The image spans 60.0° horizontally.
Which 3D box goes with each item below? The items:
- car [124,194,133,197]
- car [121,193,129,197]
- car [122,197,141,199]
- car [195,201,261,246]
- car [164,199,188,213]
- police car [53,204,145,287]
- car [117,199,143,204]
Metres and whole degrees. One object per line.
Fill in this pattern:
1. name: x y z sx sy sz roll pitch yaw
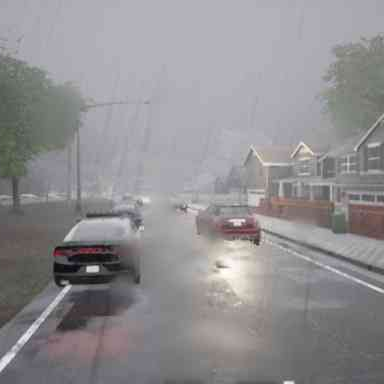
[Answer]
1. car: -7.609 1.278 44.210 1.895 1.301 4.718 0 1 -13
2. car: -11.876 1.004 61.135 1.882 1.535 5.008 0 1 -16
3. car: -4.831 1.360 25.152 1.812 1.442 4.674 0 0 -10
4. car: 1.461 1.260 15.091 2.097 1.767 4.553 0 0 -8
5. car: -1.751 1.360 33.736 1.895 1.301 4.718 0 0 -11
6. police car: -2.388 1.372 9.420 1.930 1.638 5.238 0 0 -8
7. car: -3.830 1.385 19.223 1.837 1.490 4.892 0 0 -9
